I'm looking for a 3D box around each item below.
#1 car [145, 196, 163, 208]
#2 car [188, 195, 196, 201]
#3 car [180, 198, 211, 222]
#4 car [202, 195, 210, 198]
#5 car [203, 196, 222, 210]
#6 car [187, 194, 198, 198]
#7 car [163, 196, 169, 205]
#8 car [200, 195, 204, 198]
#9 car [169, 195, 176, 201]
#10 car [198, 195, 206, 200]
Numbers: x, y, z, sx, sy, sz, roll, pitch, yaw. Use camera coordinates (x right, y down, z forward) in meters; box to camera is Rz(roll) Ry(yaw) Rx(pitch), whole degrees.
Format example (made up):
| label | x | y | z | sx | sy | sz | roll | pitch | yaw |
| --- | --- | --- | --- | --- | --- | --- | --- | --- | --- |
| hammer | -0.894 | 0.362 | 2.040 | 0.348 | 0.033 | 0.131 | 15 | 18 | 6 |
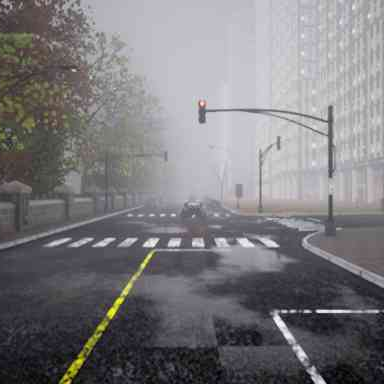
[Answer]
| label | x | y | z | sx | sy | sz | roll | pitch | yaw |
| --- | --- | --- | --- | --- | --- | --- | --- | --- | --- |
| car | -5.623 | 1.558 | 47.386 | 1.802 | 1.307 | 4.206 | 0 | 0 | 0 |
| car | 0.111 | 1.359 | 79.031 | 1.837 | 1.490 | 4.892 | 0 | 0 | 0 |
| car | 0.131 | 1.473 | 25.766 | 2.128 | 1.511 | 4.902 | 0 | 0 | 0 |
| car | 2.758 | 1.541 | 47.374 | 1.947 | 1.339 | 4.313 | 0 | 0 | 0 |
| car | 2.749 | 1.543 | 41.742 | 1.947 | 1.339 | 4.313 | 0 | 0 | 0 |
| car | 0.098 | 1.473 | 69.865 | 1.837 | 1.490 | 4.892 | 0 | 0 | 0 |
| car | -5.606 | 1.416 | 58.651 | 1.967 | 1.590 | 4.097 | 0 | 0 | 0 |
| car | 2.766 | 1.541 | 53.007 | 1.947 | 1.339 | 4.313 | 0 | 0 | 0 |
| car | -5.567 | 1.534 | 86.812 | 1.887 | 1.381 | 4.507 | 0 | 0 | 0 |
| car | 2.821 | 1.544 | 92.433 | 2.008 | 1.369 | 4.403 | 0 | 0 | 0 |
